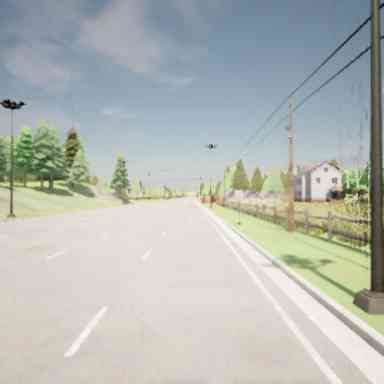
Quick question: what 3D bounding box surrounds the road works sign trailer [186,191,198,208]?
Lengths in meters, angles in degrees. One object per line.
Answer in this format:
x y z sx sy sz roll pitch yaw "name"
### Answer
-0.046 1.442 68.458 2.380 3.560 2.880 0 -1 0 "road works sign trailer"
